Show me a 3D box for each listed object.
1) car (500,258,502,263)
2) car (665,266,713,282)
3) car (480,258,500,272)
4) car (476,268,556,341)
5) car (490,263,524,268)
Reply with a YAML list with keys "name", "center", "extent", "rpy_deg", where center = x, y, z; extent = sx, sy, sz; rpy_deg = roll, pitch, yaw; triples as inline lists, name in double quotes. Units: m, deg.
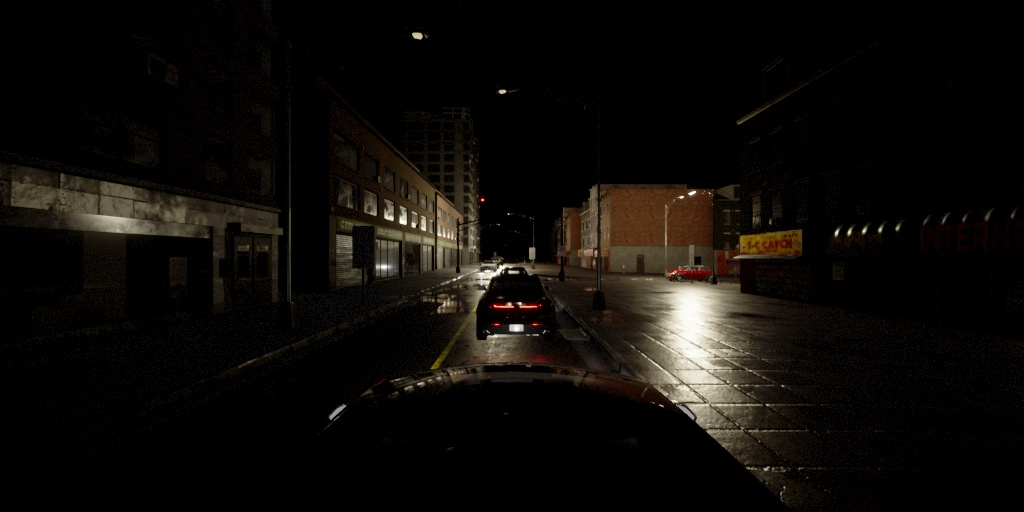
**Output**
- name: "car"
  center: [-2.886, 1.347, 54.887]
  extent: [1.895, 1.301, 4.718]
  rpy_deg: [0, 0, 0]
- name: "car"
  center: [16.336, 1.574, 33.113]
  extent: [4.097, 1.591, 1.967]
  rpy_deg: [0, 0, 0]
- name: "car"
  center: [-2.887, 1.276, 45.070]
  extent: [1.812, 1.442, 4.674]
  rpy_deg: [0, 0, 1]
- name: "car"
  center: [0.086, 1.255, 9.916]
  extent: [1.837, 1.490, 4.892]
  rpy_deg: [0, 0, 0]
- name: "car"
  center: [0.095, 1.298, 19.527]
  extent: [2.033, 1.411, 5.357]
  rpy_deg: [0, 0, 0]
